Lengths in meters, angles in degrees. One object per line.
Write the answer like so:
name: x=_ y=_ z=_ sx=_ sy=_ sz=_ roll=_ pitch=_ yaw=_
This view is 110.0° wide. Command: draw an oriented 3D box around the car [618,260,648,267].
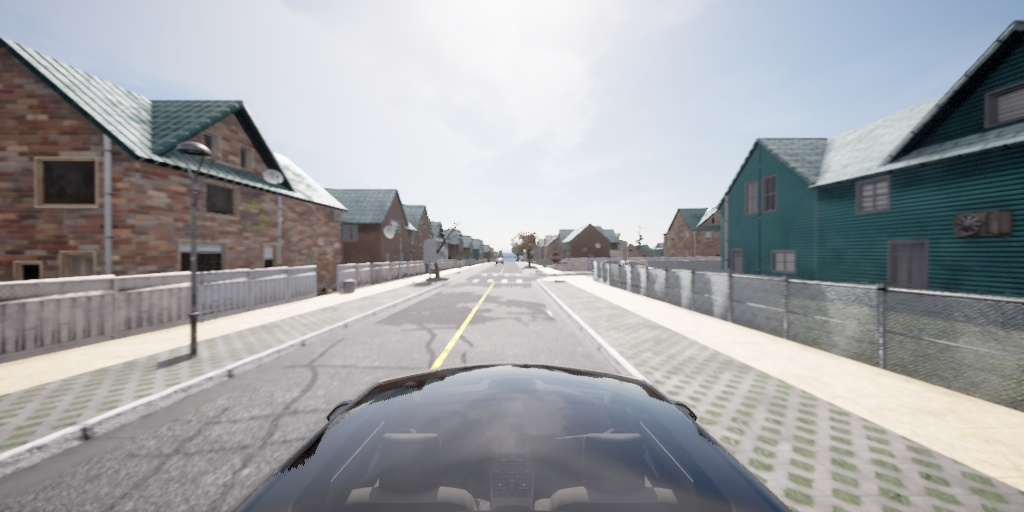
car: x=11.378 y=1.136 z=33.927 sx=4.674 sy=1.442 sz=1.812 roll=-1 pitch=0 yaw=0
